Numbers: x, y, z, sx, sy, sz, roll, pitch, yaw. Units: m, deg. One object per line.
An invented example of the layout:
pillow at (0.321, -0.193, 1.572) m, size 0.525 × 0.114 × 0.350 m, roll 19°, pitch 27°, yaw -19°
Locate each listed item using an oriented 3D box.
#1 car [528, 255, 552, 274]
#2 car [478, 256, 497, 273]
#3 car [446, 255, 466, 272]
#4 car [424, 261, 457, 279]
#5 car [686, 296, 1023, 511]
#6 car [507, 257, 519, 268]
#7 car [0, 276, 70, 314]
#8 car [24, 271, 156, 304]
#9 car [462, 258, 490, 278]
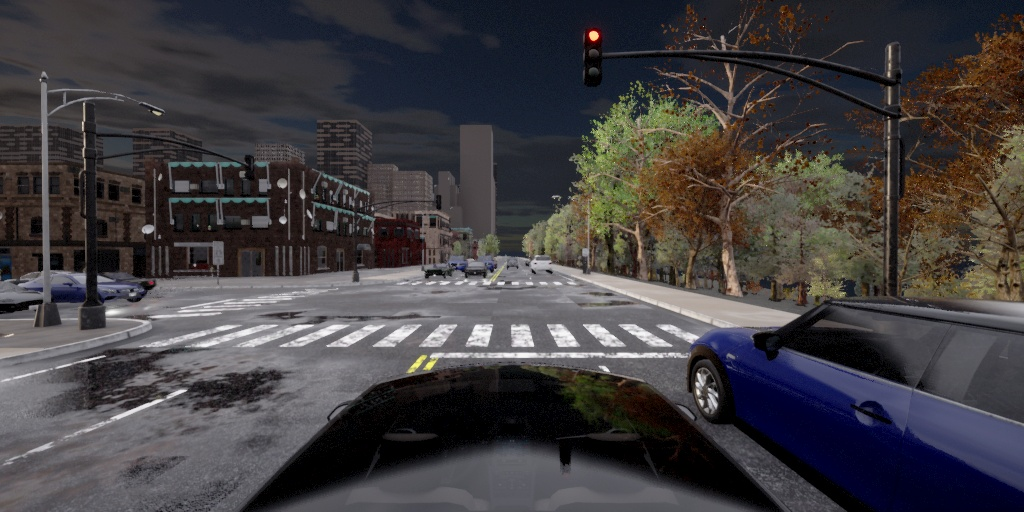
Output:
car at (3.358, 0.958, 41.614) m, size 2.150 × 2.045 × 5.566 m, roll 0°, pitch 0°, yaw 0°
car at (-3.333, 0.957, 44.311) m, size 2.150 × 2.045 × 5.566 m, roll 0°, pitch 0°, yaw 0°
car at (-6.575, 0.954, 43.219) m, size 2.150 × 2.045 × 5.566 m, roll 0°, pitch 0°, yaw 0°
car at (-6.594, 1.341, 32.785) m, size 1.895 × 1.301 × 4.718 m, roll 0°, pitch 0°, yaw 0°
car at (3.351, 1.102, 2.900) m, size 2.097 × 1.767 × 4.553 m, roll 0°, pitch 0°, yaw 0°
car at (0.110, 1.276, 58.504) m, size 2.033 × 1.411 × 5.357 m, roll 0°, pitch 0°, yaw 0°
car at (-19.944, 1.565, 13.361) m, size 4.313 × 1.339 × 1.948 m, roll 0°, pitch 0°, yaw 0°
car at (-19.324, 1.490, 16.068) m, size 4.674 × 1.442 × 1.812 m, roll -1°, pitch 1°, yaw 0°
car at (-3.340, 1.217, 34.015) m, size 1.882 × 1.535 × 5.008 m, roll 0°, pitch 0°, yaw -2°
